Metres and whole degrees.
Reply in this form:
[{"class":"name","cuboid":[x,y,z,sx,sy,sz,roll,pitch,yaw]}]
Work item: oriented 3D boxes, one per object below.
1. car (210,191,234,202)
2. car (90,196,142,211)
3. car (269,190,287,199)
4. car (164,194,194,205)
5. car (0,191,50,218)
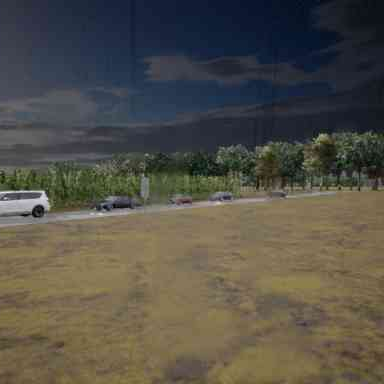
[{"class":"car","cuboid":[4.455,0.646,49.341,1.837,1.490,4.892,0,1,35]},{"class":"car","cuboid":[-7.344,1.067,32.683,2.033,1.411,5.357,0,1,35]},{"class":"car","cuboid":[15.457,0.344,59.900,1.882,1.535,5.008,0,1,35]},{"class":"car","cuboid":[-1.528,0.896,40.912,1.994,1.385,4.181,0,1,35]},{"class":"car","cuboid":[-13.248,0.933,24.309,2.150,2.045,5.566,0,1,35]}]
